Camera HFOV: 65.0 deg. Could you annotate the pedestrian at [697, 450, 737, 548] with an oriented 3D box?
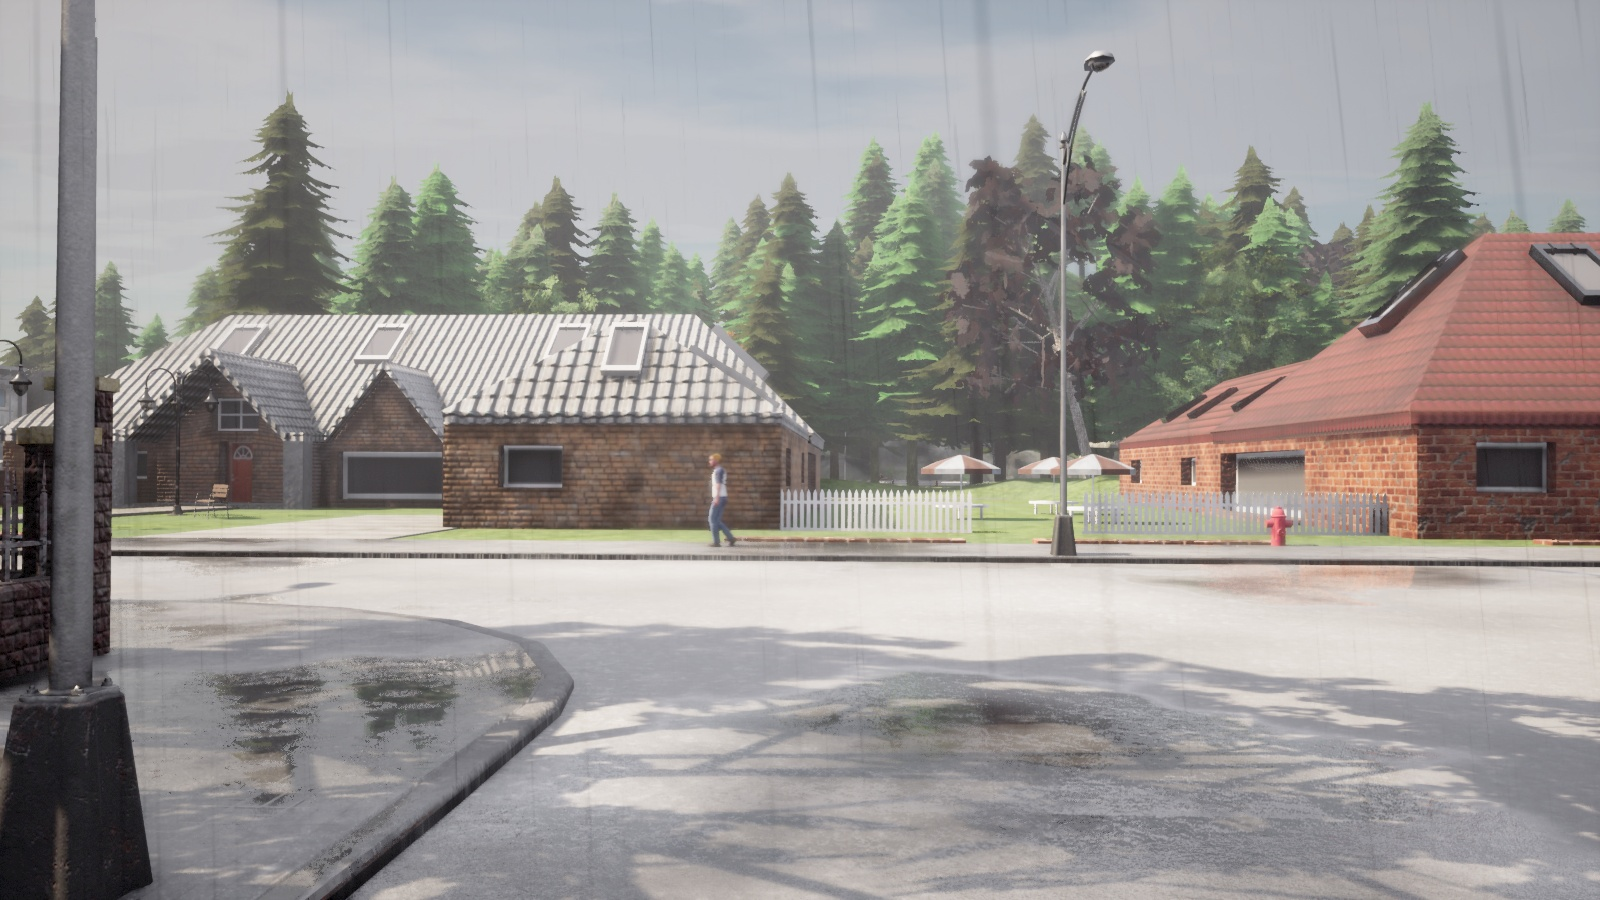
[{"bbox_3d":[-1.576,0.929,23.893,0.706,1.836,0.354,0,-1,2],"label":"pedestrian"}]
